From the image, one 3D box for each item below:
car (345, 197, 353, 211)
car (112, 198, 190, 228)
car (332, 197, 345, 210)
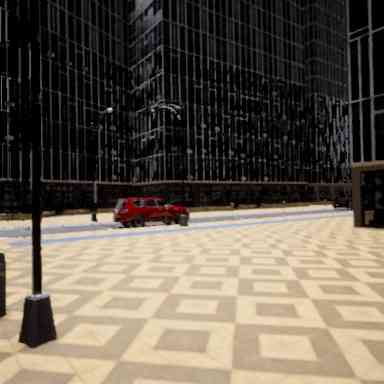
[{"bbox_3d":[19.354,1.128,36.530,4.553,1.767,2.097,0,-1,-35],"label":"car"},{"bbox_3d":[-2.588,1.280,21.263,5.009,1.841,2.192,0,-1,-35],"label":"car"},{"bbox_3d":[18.746,1.313,39.693,5.008,1.535,1.882,-1,-1,-35],"label":"car"}]
